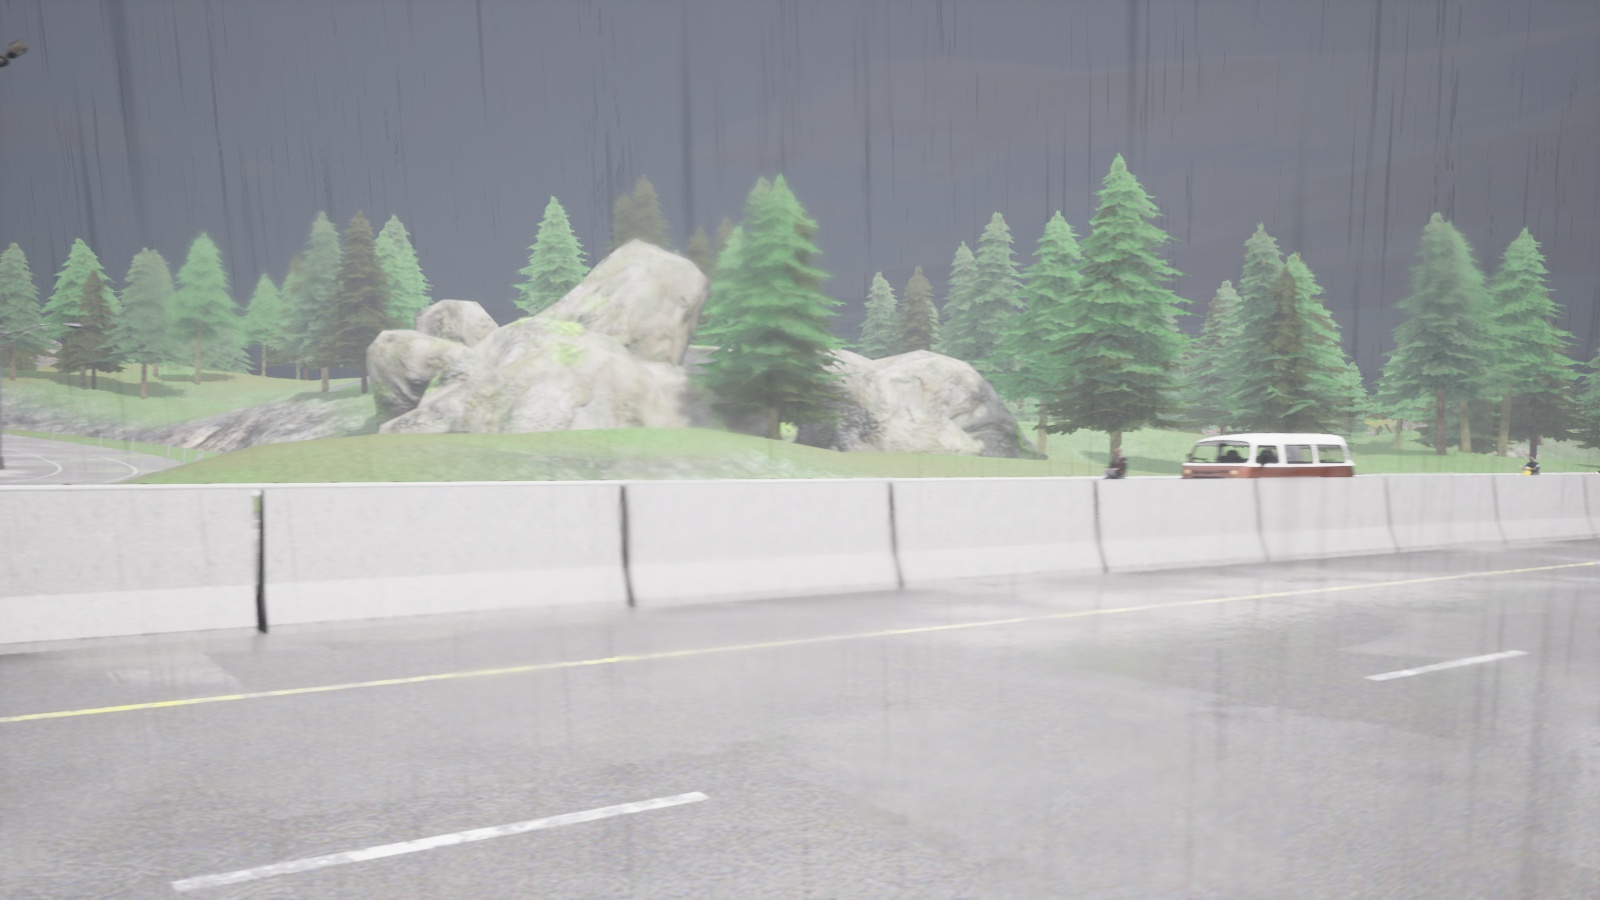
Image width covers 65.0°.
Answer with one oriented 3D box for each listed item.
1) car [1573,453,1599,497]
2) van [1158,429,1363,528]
[{"bbox_3d":[30.803,0.896,46.415,5.366,1.575,1.801,0,0,-35],"label":"car"},{"bbox_3d":[10.250,0.591,27.849,4.480,2.038,2.069,0,0,-35],"label":"van"}]
